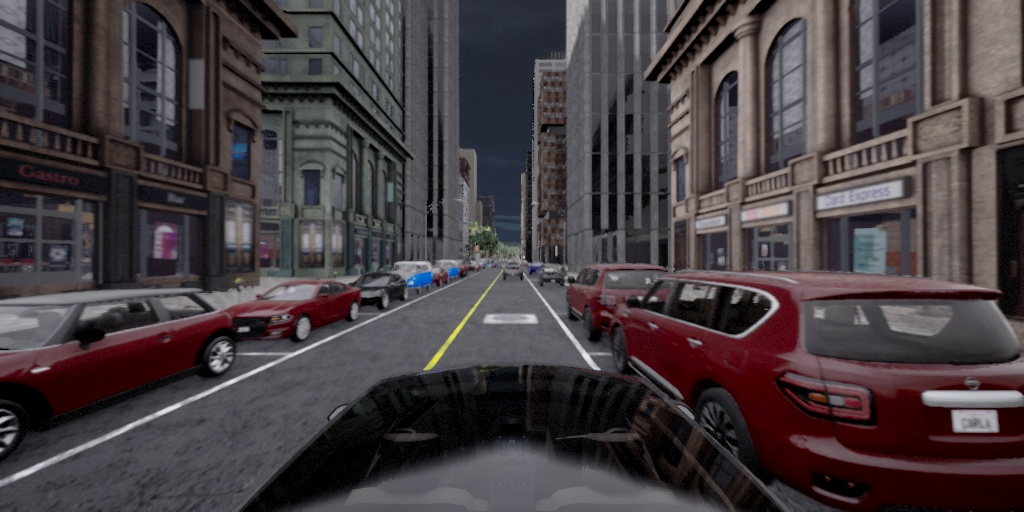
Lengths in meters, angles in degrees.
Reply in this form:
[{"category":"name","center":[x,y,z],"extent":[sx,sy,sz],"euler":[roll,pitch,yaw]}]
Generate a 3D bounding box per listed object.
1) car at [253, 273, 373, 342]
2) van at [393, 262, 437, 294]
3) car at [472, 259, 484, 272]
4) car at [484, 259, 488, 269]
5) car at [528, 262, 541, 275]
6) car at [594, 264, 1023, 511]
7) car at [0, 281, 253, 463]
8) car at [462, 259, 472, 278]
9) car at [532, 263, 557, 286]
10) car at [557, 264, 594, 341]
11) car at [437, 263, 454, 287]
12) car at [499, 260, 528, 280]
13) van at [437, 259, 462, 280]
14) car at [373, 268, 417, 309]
[{"category":"car","center":[-5.763,1.342,9.954],"extent":[1.888,1.381,4.507],"euler":[0,0,0]},{"category":"van","center":[-5.764,1.204,20.837],"extent":[1.690,1.789,3.998],"euler":[0,0,0]},{"category":"car","center":[-5.764,1.503,53.483],"extent":[1.967,1.591,4.097],"euler":[0,0,0]},{"category":"car","center":[-5.765,1.730,64.362],"extent":[1.802,1.307,4.207],"euler":[0,0,0]},{"category":"car","center":[2.999,1.474,42.836],"extent":[1.882,1.535,5.008],"euler":[0,0,0]},{"category":"car","center":[2.762,1.081,4.522],"extent":[2.192,1.841,5.009],"euler":[0,0,0]},{"category":"car","center":[-5.763,1.206,4.513],"extent":[1.967,1.591,4.097],"euler":[0,0,0]},{"category":"car","center":[-5.764,1.276,37.160],"extent":[2.192,1.841,5.009],"euler":[0,0,0]},{"category":"car","center":[2.762,1.447,26.285],"extent":[2.007,1.370,4.403],"euler":[0,0,0]},{"category":"car","center":[2.762,1.113,9.963],"extent":[2.192,1.841,5.009],"euler":[0,0,0]},{"category":"car","center":[-5.764,1.441,26.278],"extent":[1.888,1.381,4.507],"euler":[0,0,0]},{"category":"car","center":[0.099,1.435,33.983],"extent":[2.128,1.511,4.902],"euler":[0,0,0]},{"category":"van","center":[-5.764,1.269,31.719],"extent":[1.690,1.789,3.998],"euler":[0,0,0]},{"category":"car","center":[-5.763,1.396,15.395],"extent":[1.948,1.339,4.313],"euler":[0,0,0]}]
